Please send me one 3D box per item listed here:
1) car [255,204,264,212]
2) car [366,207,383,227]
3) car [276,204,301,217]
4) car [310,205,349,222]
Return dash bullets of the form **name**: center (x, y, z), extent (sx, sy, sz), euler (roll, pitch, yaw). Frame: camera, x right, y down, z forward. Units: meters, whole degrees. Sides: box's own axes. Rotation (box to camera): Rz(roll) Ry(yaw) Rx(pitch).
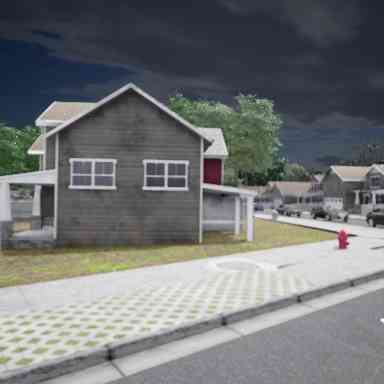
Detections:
- **car**: center (12.163, 2.948, 63.002), extent (1.812, 1.442, 4.674), euler (1, -2, -9)
- **car**: center (13.648, 1.762, 22.187), extent (1.837, 1.490, 4.892), euler (1, -2, -4)
- **car**: center (12.023, 2.303, 41.727), extent (1.837, 1.490, 4.892), euler (1, -2, -6)
- **car**: center (12.981, 2.008, 31.619), extent (2.128, 1.511, 4.902), euler (1, -2, -5)
